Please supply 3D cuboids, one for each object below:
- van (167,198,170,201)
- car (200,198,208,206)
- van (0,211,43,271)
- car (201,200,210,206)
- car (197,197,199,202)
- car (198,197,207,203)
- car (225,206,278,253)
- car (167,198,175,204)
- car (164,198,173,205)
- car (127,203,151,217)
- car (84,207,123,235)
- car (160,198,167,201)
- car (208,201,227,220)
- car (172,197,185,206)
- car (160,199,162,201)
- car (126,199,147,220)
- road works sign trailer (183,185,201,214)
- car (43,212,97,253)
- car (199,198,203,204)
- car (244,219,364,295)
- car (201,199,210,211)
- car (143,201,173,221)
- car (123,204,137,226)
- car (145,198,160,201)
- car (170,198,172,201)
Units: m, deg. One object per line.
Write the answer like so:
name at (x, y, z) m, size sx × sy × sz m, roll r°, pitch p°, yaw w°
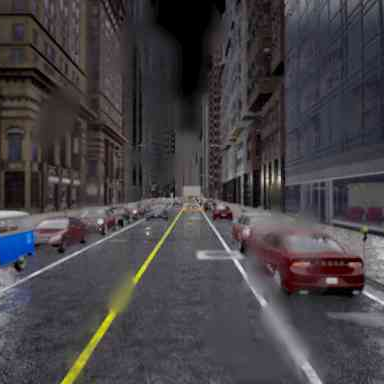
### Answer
van at (-5.760, 2.037, 64.809) m, size 1.690 × 1.788 × 3.998 m, roll 0°, pitch -1°, yaw 0°
car at (2.765, 2.138, 53.617) m, size 1.947 × 1.339 × 4.313 m, roll 0°, pitch -1°, yaw 0°
van at (-5.759, 1.436, 8.796) m, size 1.690 × 1.788 × 3.998 m, roll 0°, pitch -1°, yaw 0°
car at (2.765, 2.340, 70.422) m, size 1.802 × 1.307 × 4.206 m, roll 0°, pitch -1°, yaw 0°
car at (2.765, 2.136, 76.027) m, size 2.192 × 1.841 × 5.009 m, roll 0°, pitch -1°, yaw 0°
car at (2.765, 2.135, 64.822) m, size 1.967 × 1.590 × 4.097 m, roll 0°, pitch -1°, yaw 0°
car at (2.766, 1.594, 14.406) m, size 1.967 × 1.590 × 4.097 m, roll 0°, pitch -1°, yaw 0°
car at (-5.760, 2.452, 92.815) m, size 1.967 × 1.590 × 4.097 m, roll 0°, pitch -1°, yaw 0°
car at (-5.760, 2.325, 81.613) m, size 1.967 × 1.590 × 4.097 m, roll 0°, pitch -1°, yaw 0°
car at (-5.760, 1.958, 36.800) m, size 1.947 × 1.339 × 4.313 m, roll 0°, pitch -1°, yaw 0°
car at (-5.760, 1.654, 19.997) m, size 1.967 × 1.590 × 4.097 m, roll 0°, pitch -1°, yaw 0°
car at (-5.759, 1.888, 53.607) m, size 2.192 × 1.841 × 5.009 m, roll 0°, pitch -1°, yaw 0°
car at (2.765, 1.876, 31.210) m, size 1.887 × 1.381 × 4.507 m, roll 0°, pitch -1°, yaw 0°
car at (-3.000, 2.297, 71.289) m, size 1.994 × 1.385 × 4.181 m, roll 0°, pitch -1°, yaw 0°
car at (-5.760, 2.094, 48.002) m, size 1.802 × 1.307 × 4.206 m, roll 0°, pitch -1°, yaw 0°
car at (-5.760, 1.773, 31.200) m, size 1.967 × 1.590 × 4.097 m, roll 0°, pitch -1°, yaw 0°
road works sign trailer at (0.000, 0.920, 42.878) m, size 2.380 × 3.560 × 2.880 m, roll 0°, pitch -1°, yaw 0°
car at (-5.760, 1.736, 14.394) m, size 1.802 × 1.307 × 4.206 m, roll 0°, pitch -1°, yaw 0°
car at (2.765, 2.184, 59.219) m, size 2.008 × 1.369 × 4.403 m, roll 0°, pitch -1°, yaw 0°
car at (2.765, 1.639, 8.804) m, size 1.887 × 1.381 × 4.507 m, roll 0°, pitch -1°, yaw 0°
car at (2.765, 2.077, 48.016) m, size 1.947 × 1.339 × 4.313 m, roll 0°, pitch -1°, yaw 0°
car at (-3.098, 1.834, 30.915) m, size 1.837 × 1.490 × 4.892 m, roll 0°, pitch -1°, yaw 0°
car at (-5.760, 1.839, 25.597) m, size 1.947 × 1.339 × 4.313 m, roll 0°, pitch -1°, yaw 0°
car at (-5.759, 1.767, 42.404) m, size 2.192 × 1.841 × 5.009 m, roll 0°, pitch -1°, yaw 0°
car at (-5.760, 2.282, 70.238) m, size 1.752 × 1.417 × 4.829 m, roll 0°, pitch -1°, yaw 0°
